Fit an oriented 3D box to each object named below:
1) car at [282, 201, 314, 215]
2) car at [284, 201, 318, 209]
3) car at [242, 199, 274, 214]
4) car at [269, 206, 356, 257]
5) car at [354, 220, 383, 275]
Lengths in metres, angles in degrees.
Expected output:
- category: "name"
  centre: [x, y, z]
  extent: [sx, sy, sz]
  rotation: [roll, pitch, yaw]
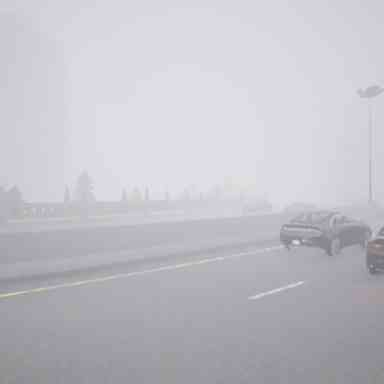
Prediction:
- category: "car"
  centre: [11.619, 1.649, 36.265]
  extent: [1.895, 1.301, 4.718]
  rotation: [0, 0, 35]
- category: "car"
  centre: [9.508, 1.599, 27.834]
  extent: [1.994, 1.385, 4.181]
  rotation: [0, 0, 39]
- category: "car"
  centre: [7.184, 1.541, 36.143]
  extent: [1.882, 1.535, 5.008]
  rotation: [0, 0, 37]
- category: "car"
  centre: [5.358, 1.506, 13.023]
  extent: [4.902, 1.511, 2.128]
  rotation: [0, 0, -42]
- category: "car"
  centre: [6.642, 1.506, 9.475]
  extent: [4.892, 1.490, 1.837]
  rotation: [0, 0, -42]
